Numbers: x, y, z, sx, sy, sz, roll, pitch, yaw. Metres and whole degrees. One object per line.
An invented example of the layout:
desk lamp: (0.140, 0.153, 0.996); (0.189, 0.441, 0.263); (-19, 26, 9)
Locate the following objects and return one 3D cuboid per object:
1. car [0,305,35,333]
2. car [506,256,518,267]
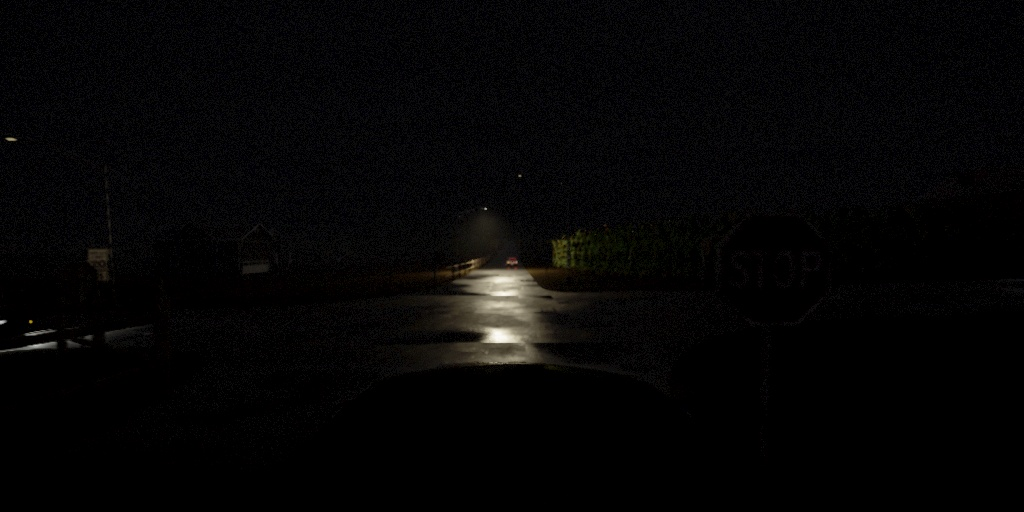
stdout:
car: (-18.533, 2.040, 11.602); (4.181, 1.385, 1.994); (-2, 2, 0)
car: (0.014, 1.029, 58.963); (1.895, 1.301, 4.718); (0, 1, 0)
